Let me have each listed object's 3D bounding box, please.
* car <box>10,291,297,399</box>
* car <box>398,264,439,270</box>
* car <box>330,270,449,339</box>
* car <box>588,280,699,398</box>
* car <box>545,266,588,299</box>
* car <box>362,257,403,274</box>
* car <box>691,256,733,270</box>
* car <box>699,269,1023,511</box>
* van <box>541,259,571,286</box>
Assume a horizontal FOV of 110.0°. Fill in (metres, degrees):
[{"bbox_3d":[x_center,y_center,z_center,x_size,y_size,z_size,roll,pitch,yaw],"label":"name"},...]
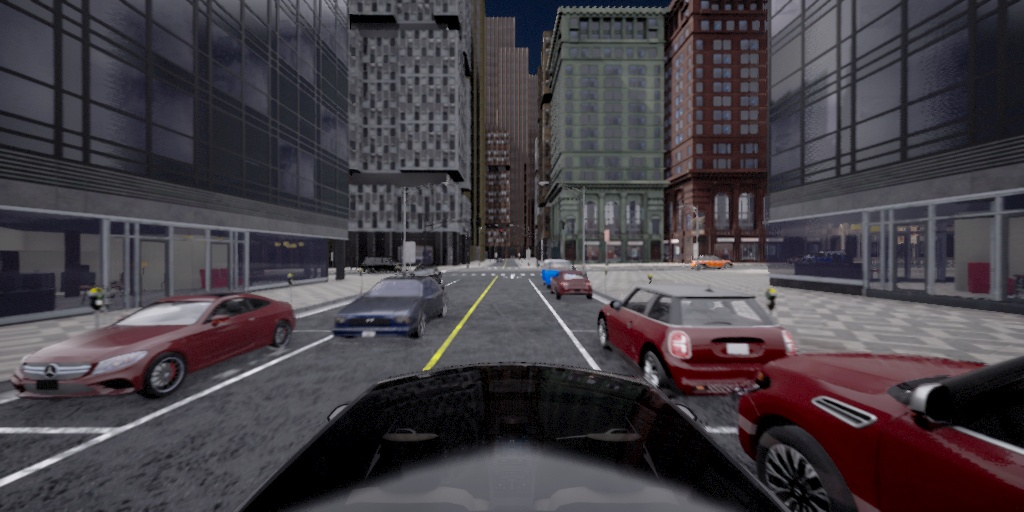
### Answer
[{"bbox_3d":[-5.668,1.340,6.469,1.802,1.307,4.207,0,0,0],"label":"car"},{"bbox_3d":[-5.669,1.344,23.417,1.948,1.339,4.313,0,0,0],"label":"car"},{"bbox_3d":[-3.102,1.311,10.424,2.033,1.411,5.357,0,0,0],"label":"car"},{"bbox_3d":[2.857,1.198,6.471,1.967,1.591,4.097,0,0,0],"label":"car"},{"bbox_3d":[2.856,1.355,17.769,1.802,1.307,4.207,0,0,0],"label":"car"},{"bbox_3d":[-15.522,1.213,44.198,5.566,2.045,2.150,1,0,0],"label":"car"},{"bbox_3d":[24.681,0.783,44.232,4.553,1.767,2.097,-1,0,0],"label":"car"},{"bbox_3d":[2.857,1.063,0.822,2.192,1.841,5.009,0,0,0],"label":"car"},{"bbox_3d":[2.856,1.119,23.419,1.690,1.789,3.998,0,0,0],"label":"van"}]
